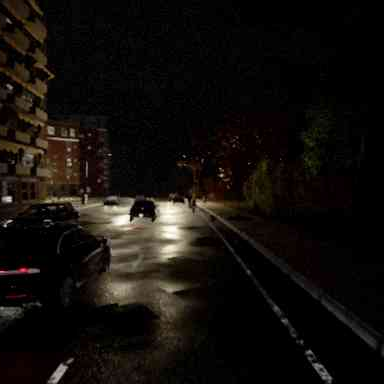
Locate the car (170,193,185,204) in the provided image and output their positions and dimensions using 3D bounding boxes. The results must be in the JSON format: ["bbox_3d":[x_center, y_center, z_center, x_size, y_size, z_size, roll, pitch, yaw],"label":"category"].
[{"bbox_3d":[-2.295,1.217,56.677,1.882,1.535,5.008,0,0,-4],"label":"car"}]

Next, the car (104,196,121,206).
[{"bbox_3d":[-11.583,1.337,48.695,2.033,1.411,5.357,0,0,-4],"label":"car"}]

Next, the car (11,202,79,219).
[{"bbox_3d":[-6.807,1.287,15.574,2.097,1.767,4.553,0,0,-1],"label":"car"}]

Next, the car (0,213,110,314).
[{"bbox_3d":[-3.217,1.460,7.521,2.128,1.511,4.902,0,0,-1],"label":"car"}]

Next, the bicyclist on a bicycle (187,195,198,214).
[{"bbox_3d":[0.181,1.295,31.308,0.866,1.612,1.509,0,0,-3],"label":"bicyclist on a bicycle"}]

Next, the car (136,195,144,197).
[{"bbox_3d":[-8.944,1.292,57.175,2.033,1.411,5.357,0,0,-4],"label":"car"}]

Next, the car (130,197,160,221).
[{"bbox_3d":[-3.663,1.391,25.804,1.837,1.490,4.892,0,0,-2],"label":"car"}]

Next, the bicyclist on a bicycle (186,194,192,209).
[{"bbox_3d":[-0.330,1.186,40.659,0.659,1.776,1.843,0,1,-3],"label":"bicyclist on a bicycle"}]
